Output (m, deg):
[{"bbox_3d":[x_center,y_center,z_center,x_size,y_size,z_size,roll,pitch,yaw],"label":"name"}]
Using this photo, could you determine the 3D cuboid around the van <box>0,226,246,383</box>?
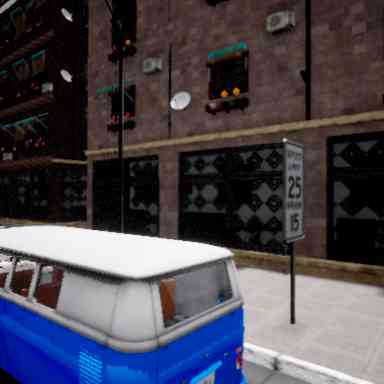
[{"bbox_3d":[-1.337,1.380,3.961,3.998,1.788,1.690,0,-1,39],"label":"van"}]
